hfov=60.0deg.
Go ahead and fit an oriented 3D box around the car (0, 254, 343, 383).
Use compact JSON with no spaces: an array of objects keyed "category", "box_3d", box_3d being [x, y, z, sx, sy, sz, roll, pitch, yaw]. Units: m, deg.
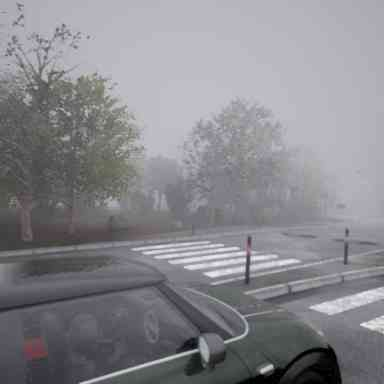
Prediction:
[{"category":"car","box_3d":[-0.771,1.357,2.814,4.553,1.767,2.097,0,0,-34]}]
